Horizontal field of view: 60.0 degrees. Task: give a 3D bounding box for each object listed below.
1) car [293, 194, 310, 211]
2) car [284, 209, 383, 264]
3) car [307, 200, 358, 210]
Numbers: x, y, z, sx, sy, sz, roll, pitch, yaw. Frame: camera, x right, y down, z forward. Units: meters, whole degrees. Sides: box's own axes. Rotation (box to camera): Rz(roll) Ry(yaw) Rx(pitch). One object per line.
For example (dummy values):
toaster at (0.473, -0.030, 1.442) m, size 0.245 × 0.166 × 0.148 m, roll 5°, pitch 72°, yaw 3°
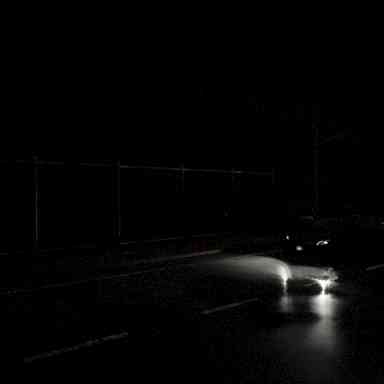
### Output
car at (10.754, 1.278, 34.327) m, size 2.150 × 2.045 × 5.566 m, roll 0°, pitch 0°, yaw -36°
car at (5.354, 1.526, 11.984) m, size 4.674 × 1.442 × 1.812 m, roll 0°, pitch 0°, yaw -35°
car at (11.994, 1.580, 26.598) m, size 1.812 × 1.442 × 4.674 m, roll 0°, pitch 0°, yaw -36°
